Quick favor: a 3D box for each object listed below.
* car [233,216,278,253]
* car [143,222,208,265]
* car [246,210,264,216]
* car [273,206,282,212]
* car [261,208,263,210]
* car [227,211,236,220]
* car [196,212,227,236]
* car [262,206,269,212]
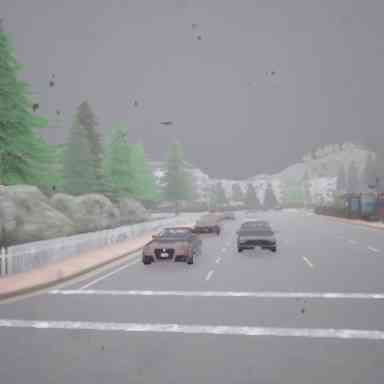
[{"bbox_3d":[3.382,2.231,17.474,2.033,1.411,5.357,-2,-3,10],"label":"car"},{"bbox_3d":[-0.695,2.249,14.434,1.994,1.385,4.181,-2,-3,10],"label":"car"},{"bbox_3d":[5.707,2.716,30.787,1.812,1.442,4.674,-2,-2,10],"label":"car"},{"bbox_3d":[23.563,4.619,91.603,1.882,1.535,5.008,-2,-3,8],"label":"car"},{"bbox_3d":[9.137,3.418,50.040,2.128,1.511,4.902,-2,-3,10],"label":"car"},{"bbox_3d":[5.340,3.551,48.714,1.994,1.385,4.181,-2,-3,10],"label":"car"},{"bbox_3d":[1.461,2.635,26.857,1.882,1.535,5.008,-2,-3,10],"label":"car"},{"bbox_3d":[20.116,4.784,92.195,1.837,1.490,4.892,-2,-3,8],"label":"car"}]
